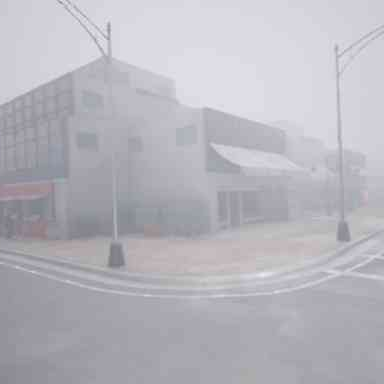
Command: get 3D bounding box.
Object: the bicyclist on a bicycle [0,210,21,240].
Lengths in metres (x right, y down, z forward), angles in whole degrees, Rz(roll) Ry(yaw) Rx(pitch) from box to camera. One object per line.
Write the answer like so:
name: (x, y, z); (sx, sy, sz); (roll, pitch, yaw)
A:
bicyclist on a bicycle: (-9.846, 1.788, 17.471); (0.582, 1.620, 1.656); (-2, 0, 41)

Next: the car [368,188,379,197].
car: (39.289, 0.399, 72.285); (2.007, 1.523, 4.514); (-2, 0, 39)
